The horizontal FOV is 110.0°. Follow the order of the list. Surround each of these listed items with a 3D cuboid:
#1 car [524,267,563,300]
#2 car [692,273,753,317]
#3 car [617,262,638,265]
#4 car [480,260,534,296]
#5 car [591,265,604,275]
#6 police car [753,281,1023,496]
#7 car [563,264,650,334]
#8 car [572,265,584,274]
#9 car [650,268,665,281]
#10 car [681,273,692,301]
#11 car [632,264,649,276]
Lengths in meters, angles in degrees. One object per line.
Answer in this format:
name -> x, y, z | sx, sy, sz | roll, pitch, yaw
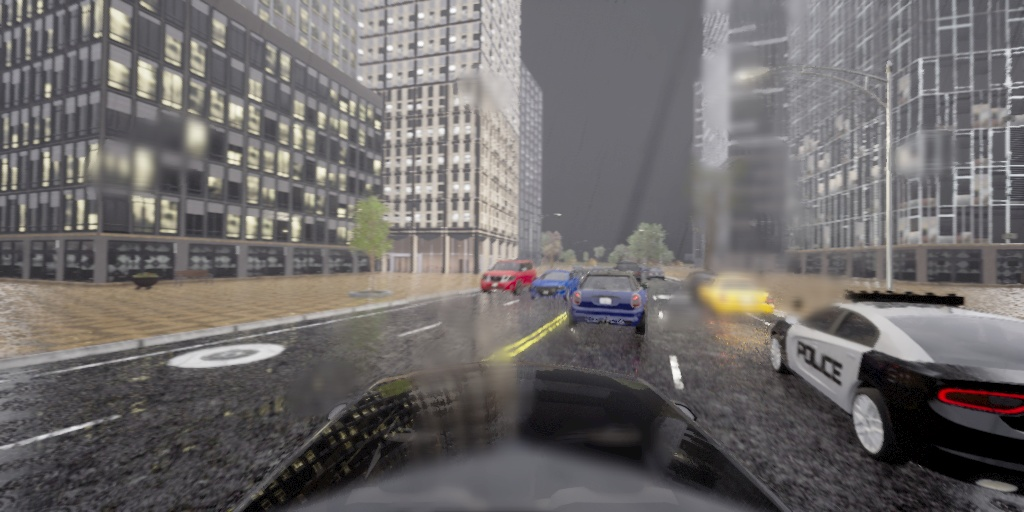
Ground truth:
car -> 2.444, 1.508, 19.462 | 1.882, 1.535, 5.008 | 0, -1, 19
car -> 8.721, 1.497, 14.383 | 1.801, 1.575, 5.366 | 0, -1, 20
car -> 9.762, 1.503, 30.458 | 2.150, 2.045, 5.566 | 1, -1, 17
car -> -0.033, 1.258, 22.172 | 2.150, 2.045, 5.566 | 1, -1, 19
car -> 14.239, 2.316, 59.715 | 2.033, 1.411, 5.357 | 1, -1, 14
police car -> 5.105, 1.285, 4.806 | 1.930, 1.638, 5.238 | 0, -1, 21
car -> 3.297, 1.285, 11.740 | 2.097, 1.767, 4.553 | 0, -1, 21
car -> 11.486, 2.275, 62.242 | 1.837, 1.490, 4.892 | 1, -1, 13
car -> 16.378, 2.072, 41.261 | 2.033, 1.411, 5.357 | 1, -1, 15
car -> 10.686, 1.650, 19.949 | 1.837, 1.490, 4.892 | 0, -1, 19
car -> 20.622, 2.175, 57.813 | 2.097, 1.767, 4.553 | 1, -1, 13
